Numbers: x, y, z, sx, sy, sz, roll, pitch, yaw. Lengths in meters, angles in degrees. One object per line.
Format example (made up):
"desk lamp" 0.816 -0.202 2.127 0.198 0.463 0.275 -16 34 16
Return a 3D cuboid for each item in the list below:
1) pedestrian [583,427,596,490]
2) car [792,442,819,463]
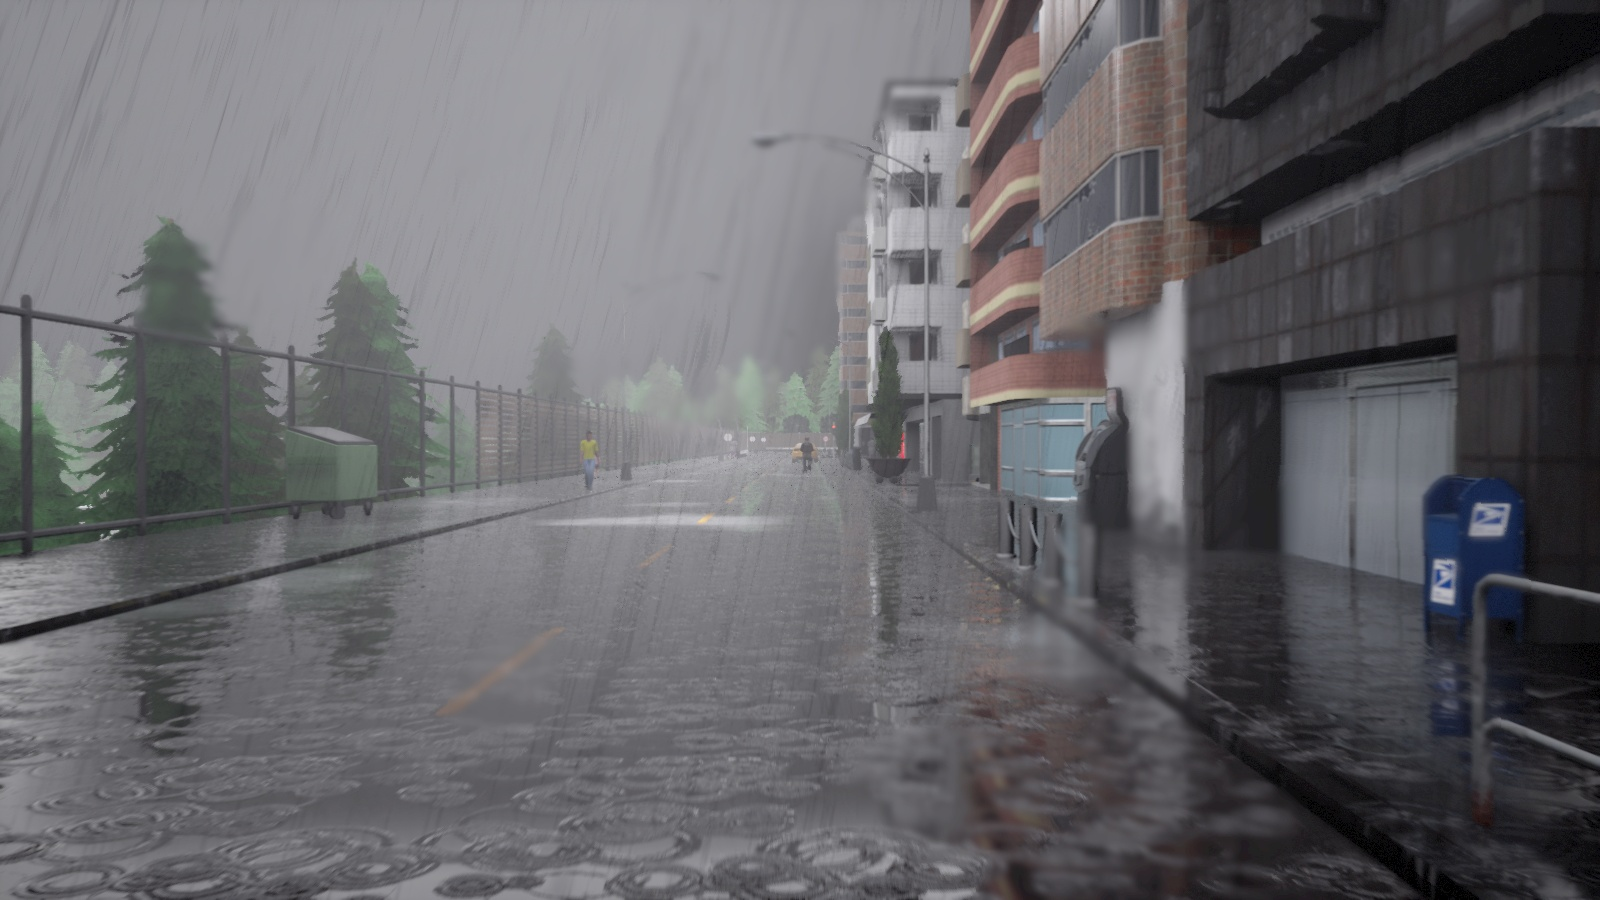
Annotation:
"pedestrian" -6.188 0.243 36.910 0.354 1.836 0.706 0 0 -9
"car" 0.448 0.172 98.100 1.882 1.535 5.008 0 0 3
